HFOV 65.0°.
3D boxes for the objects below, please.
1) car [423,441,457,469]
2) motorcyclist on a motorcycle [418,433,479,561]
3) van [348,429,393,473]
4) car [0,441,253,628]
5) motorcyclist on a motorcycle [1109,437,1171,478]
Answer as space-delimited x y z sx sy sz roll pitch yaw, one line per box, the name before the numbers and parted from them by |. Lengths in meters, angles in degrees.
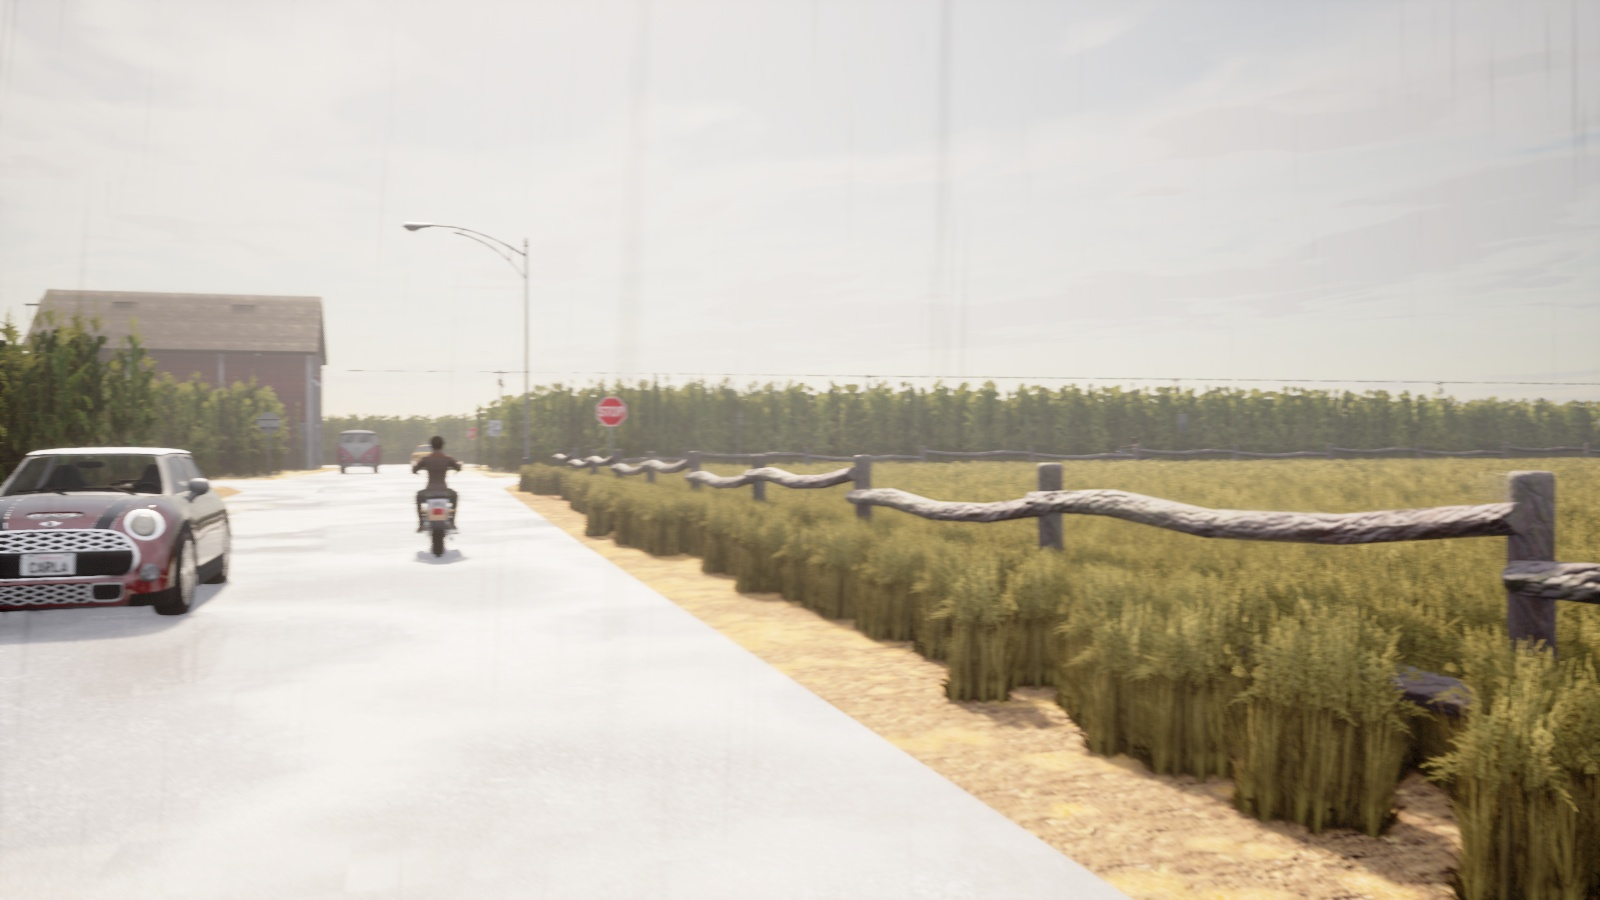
car | -21.100 0.299 73.591 1.801 1.575 5.366 0 0 -16
motorcyclist on a motorcycle | -4.894 0.600 17.459 0.766 1.649 2.350 0 0 -16
van | -19.939 0.057 58.390 1.775 1.987 4.442 0 0 -16
car | -6.514 0.660 11.896 1.970 1.475 3.806 0 0 -16
motorcyclist on a motorcycle | 13.832 0.294 51.081 2.350 1.649 0.766 0 0 -16
